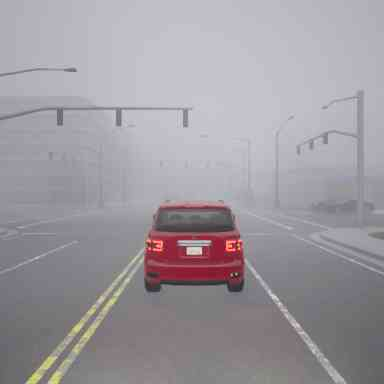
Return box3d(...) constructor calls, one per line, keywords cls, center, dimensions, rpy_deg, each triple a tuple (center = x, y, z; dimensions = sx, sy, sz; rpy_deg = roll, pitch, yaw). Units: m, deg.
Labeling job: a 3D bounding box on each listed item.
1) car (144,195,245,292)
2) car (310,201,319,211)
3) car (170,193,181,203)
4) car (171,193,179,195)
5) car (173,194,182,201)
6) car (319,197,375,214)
box3d(cls="car", center=(0.057, 1.221, 9.054), dimensions=(2.150, 2.045, 5.566), rpy_deg=(0, 0, 0))
box3d(cls="car", center=(16.094, 1.352, 38.598), dimensions=(4.553, 1.767, 2.097), rpy_deg=(0, 0, 0))
box3d(cls="car", center=(-3.622, 1.225, 73.316), dimensions=(2.150, 2.045, 5.566), rpy_deg=(0, 0, 0))
box3d(cls="car", center=(-3.674, 1.351, 53.085), dimensions=(2.097, 1.767, 4.553), rpy_deg=(0, 0, 0))
box3d(cls="car", center=(-3.640, 1.355, 83.682), dimensions=(2.097, 1.767, 4.553), rpy_deg=(0, 0, 0))
box3d(cls="car", center=(16.553, 1.478, 35.091), dimensions=(5.008, 1.535, 1.882), rpy_deg=(0, 0, 0))
